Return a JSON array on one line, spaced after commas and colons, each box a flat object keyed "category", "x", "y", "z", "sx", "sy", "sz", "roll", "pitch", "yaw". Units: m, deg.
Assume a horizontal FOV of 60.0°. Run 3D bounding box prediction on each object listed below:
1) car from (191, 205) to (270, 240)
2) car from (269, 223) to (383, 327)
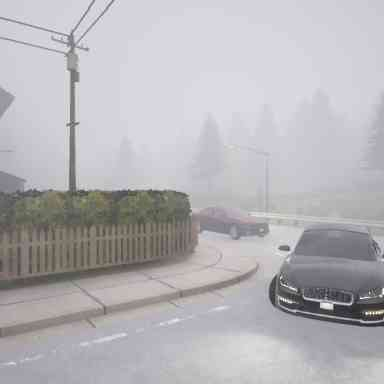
[{"category": "car", "x": 1.861, "y": 1.478, "z": 17.434, "sx": 1.882, "sy": 1.535, "sz": 5.008, "roll": 0, "pitch": 0, "yaw": -33}, {"category": "car", "x": 3.159, "y": 1.505, "z": 7.298, "sx": 1.837, "sy": 1.490, "sz": 4.892, "roll": 0, "pitch": 0, "yaw": 27}]
